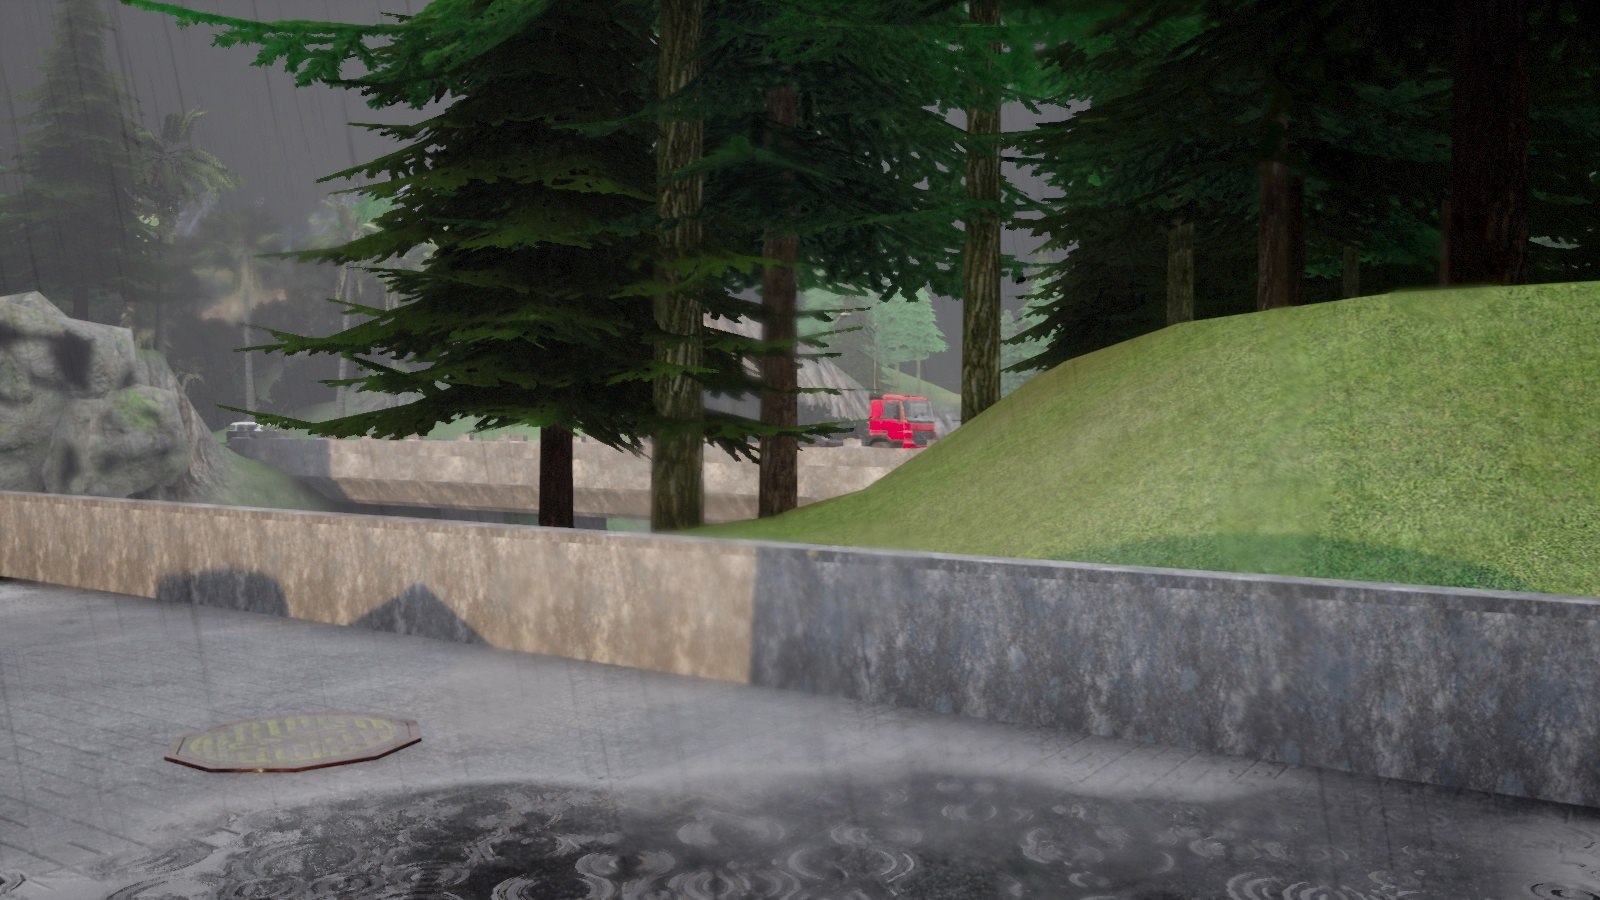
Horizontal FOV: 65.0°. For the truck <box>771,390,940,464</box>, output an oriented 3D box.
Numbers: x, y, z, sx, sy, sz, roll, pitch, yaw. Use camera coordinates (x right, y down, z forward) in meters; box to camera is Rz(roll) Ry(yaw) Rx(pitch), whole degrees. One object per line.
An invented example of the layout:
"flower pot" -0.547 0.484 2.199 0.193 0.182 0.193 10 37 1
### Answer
"truck" 2.669 -1.091 61.870 7.936 3.462 2.891 0 1 34
